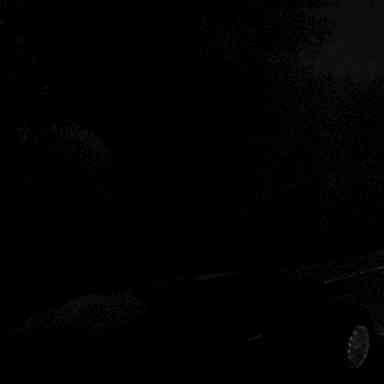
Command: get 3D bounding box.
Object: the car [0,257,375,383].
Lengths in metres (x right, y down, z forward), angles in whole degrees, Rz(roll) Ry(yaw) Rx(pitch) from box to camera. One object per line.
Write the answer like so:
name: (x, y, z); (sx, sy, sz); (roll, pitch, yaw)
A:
car: (0.291, 1.541, 3.960); (4.674, 1.442, 1.812); (0, 0, -36)
